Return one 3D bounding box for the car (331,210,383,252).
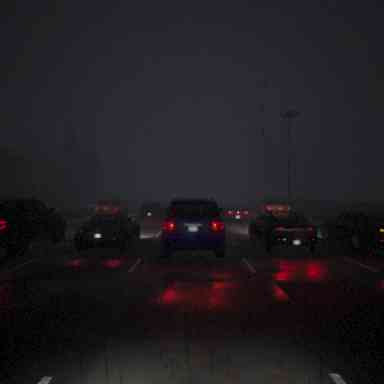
[{"bbox_3d":[7.068,1.515,13.873,1.837,1.490,4.892,0,0,0],"label":"car"}]

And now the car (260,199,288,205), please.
[{"bbox_3d":[7.067,1.374,28.921,2.097,1.767,4.553,0,0,0],"label":"car"}]

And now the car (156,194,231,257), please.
[{"bbox_3d":[0.063,1.234,13.056,2.150,2.045,5.566,0,0,1],"label":"car"}]

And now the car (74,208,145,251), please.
[{"bbox_3d":[-3.430,1.575,14.136,1.994,1.385,4.181,0,0,0],"label":"car"}]

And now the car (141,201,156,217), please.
[{"bbox_3d":[-3.430,1.530,29.313,1.837,1.490,4.892,0,0,0],"label":"car"}]

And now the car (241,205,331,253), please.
[{"bbox_3d":[3.567,1.501,13.691,2.128,1.511,4.902,0,0,0],"label":"car"}]

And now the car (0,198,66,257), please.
[{"bbox_3d":[-6.935,1.234,13.046,2.150,2.045,5.566,0,0,1],"label":"car"}]

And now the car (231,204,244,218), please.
[{"bbox_3d":[3.564,1.623,27.819,1.895,1.301,4.718,0,0,0],"label":"car"}]

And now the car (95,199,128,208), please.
[{"bbox_3d":[-6.933,1.374,28.938,2.097,1.767,4.553,0,0,0],"label":"car"}]

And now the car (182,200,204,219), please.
[{"bbox_3d":[0.073,1.550,30.264,1.812,1.442,4.674,0,0,0],"label":"car"}]
